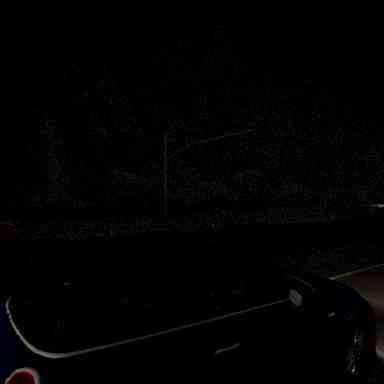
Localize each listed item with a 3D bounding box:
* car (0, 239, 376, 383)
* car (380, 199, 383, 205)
[{"bbox_3d":[0.157,1.351,3.859,4.553,1.767,2.097,0,0,-36],"label":"car"},{"bbox_3d":[32.308,1.336,53.447,5.357,1.411,2.033,0,0,-36],"label":"car"}]
